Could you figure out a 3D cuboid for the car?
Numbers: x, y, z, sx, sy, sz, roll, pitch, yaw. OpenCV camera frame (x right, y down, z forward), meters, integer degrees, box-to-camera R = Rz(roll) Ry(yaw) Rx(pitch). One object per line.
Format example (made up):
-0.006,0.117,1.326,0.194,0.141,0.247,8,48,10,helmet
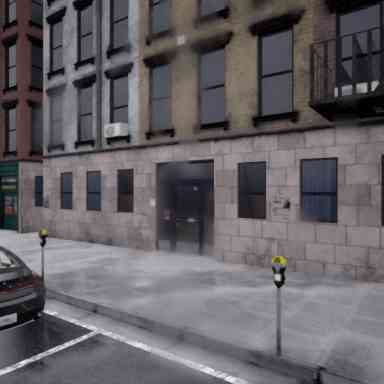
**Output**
-4.352,1.550,5.901,4.403,1.369,2.008,0,0,35,car
